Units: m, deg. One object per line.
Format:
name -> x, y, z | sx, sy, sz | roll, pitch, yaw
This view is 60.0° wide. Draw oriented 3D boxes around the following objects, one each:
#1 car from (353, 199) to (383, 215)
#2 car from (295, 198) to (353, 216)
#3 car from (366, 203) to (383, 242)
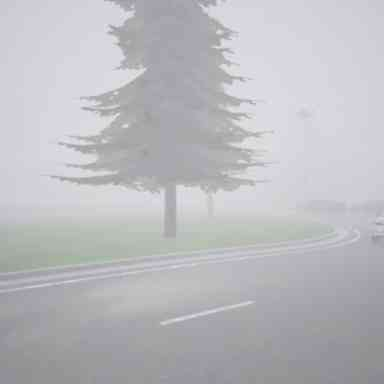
car -> 16.418, 1.379, 29.714 | 1.812, 1.442, 4.674 | 0, 0, -22
car -> 11.793, 1.347, 30.686 | 1.837, 1.490, 4.892 | 2, -1, -32
car -> 9.369, 1.453, 14.990 | 1.812, 1.442, 4.674 | 1, 1, 37
